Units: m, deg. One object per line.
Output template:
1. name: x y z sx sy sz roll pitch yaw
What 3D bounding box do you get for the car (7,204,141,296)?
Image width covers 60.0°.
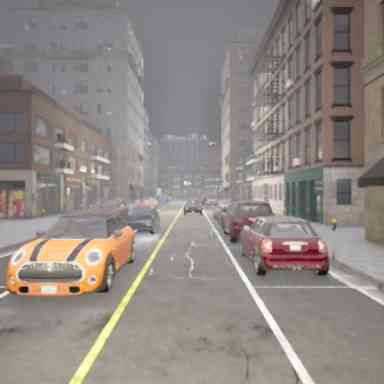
1. car: -2.850 1.359 8.868 2.097 1.767 4.553 0 0 0

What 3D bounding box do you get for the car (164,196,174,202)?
1. car: -5.376 1.627 78.373 1.947 1.339 4.313 0 0 0

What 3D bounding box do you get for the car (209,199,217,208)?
1. car: 2.642 1.545 27.585 1.752 1.417 4.829 0 0 0

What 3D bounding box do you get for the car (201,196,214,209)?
1. car: 2.644 1.583 44.400 2.008 1.369 4.403 0 0 0

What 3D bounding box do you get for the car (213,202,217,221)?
1. car: 2.641 1.582 21.753 1.947 1.339 4.313 0 0 0

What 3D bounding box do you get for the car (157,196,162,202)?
1. car: -5.381 1.558 44.232 1.752 1.417 4.829 0 0 0

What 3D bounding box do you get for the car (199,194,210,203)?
1. car: 2.648 1.371 72.710 2.192 1.841 5.009 0 0 0

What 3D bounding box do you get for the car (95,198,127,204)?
1. car: -5.384 1.331 21.755 2.192 1.841 5.009 0 0 0

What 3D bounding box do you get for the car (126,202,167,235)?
1. car: -2.842 1.562 19.276 2.033 1.411 5.357 0 0 0

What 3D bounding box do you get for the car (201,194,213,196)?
1. car: 2.646 1.357 55.724 2.192 1.841 5.009 0 0 0

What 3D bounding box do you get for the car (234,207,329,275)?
1. car: 2.639 1.448 10.429 1.967 1.590 4.097 0 0 0

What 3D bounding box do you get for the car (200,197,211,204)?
1. car: 2.647 1.617 67.048 1.947 1.339 4.313 0 0 0

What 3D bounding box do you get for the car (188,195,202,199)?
1. car: 0.102 1.539 46.483 1.837 1.490 4.892 0 0 0

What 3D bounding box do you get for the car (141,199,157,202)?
1. car: -5.382 1.610 38.740 1.802 1.307 4.206 0 0 0

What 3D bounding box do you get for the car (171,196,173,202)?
1. car: -5.377 1.607 72.711 2.008 1.369 4.403 0 0 0

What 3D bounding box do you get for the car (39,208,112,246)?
1. car: -5.385 1.563 16.092 2.008 1.369 4.403 0 0 0

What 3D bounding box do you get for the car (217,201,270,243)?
1. car: 2.640 1.327 16.091 2.192 1.841 5.009 0 0 0

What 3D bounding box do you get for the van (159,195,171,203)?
1. van: -5.379 1.388 61.388 1.690 1.788 3.998 0 0 0

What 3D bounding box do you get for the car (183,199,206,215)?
1. car: 0.109 1.625 33.662 1.895 1.301 4.718 0 0 0
